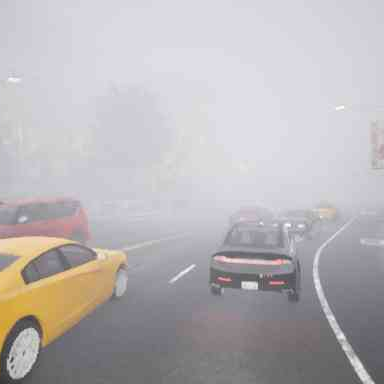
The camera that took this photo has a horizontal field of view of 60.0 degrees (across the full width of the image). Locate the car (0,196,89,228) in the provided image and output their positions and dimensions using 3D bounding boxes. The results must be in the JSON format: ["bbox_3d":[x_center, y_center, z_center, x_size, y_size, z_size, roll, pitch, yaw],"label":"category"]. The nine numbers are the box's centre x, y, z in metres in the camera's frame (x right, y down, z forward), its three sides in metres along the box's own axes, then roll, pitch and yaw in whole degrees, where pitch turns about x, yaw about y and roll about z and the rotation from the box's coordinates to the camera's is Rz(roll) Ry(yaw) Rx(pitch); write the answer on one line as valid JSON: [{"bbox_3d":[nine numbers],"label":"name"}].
[{"bbox_3d":[-5.366,1.225,10.103,2.150,2.045,5.566,0,0,17],"label":"car"}]

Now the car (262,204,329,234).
[{"bbox_3d":[5.570,1.558,17.363,2.033,1.411,5.357,0,0,29],"label":"car"}]

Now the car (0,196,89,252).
[{"bbox_3d":[-7.342,1.231,14.965,2.150,2.045,5.566,0,0,22],"label":"car"}]

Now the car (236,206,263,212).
[{"bbox_3d":[3.937,1.578,21.423,1.994,1.385,4.181,0,0,29],"label":"car"}]

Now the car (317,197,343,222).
[{"bbox_3d":[10.600,1.473,26.313,1.801,1.575,5.366,0,0,30],"label":"car"}]

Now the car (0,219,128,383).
[{"bbox_3d":[-2.650,1.480,5.481,1.882,1.535,5.008,0,0,10],"label":"car"}]

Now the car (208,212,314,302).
[{"bbox_3d":[1.701,1.497,8.412,2.128,1.511,4.902,0,0,15],"label":"car"}]
